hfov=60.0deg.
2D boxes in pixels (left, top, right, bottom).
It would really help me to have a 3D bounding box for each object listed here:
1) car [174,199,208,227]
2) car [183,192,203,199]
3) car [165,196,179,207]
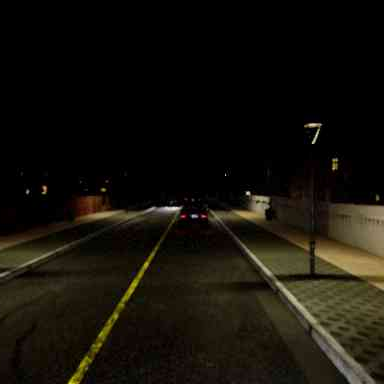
[{"bbox_3d":[0.092,1.437,21.593,2.033,1.411,5.357,0,0,0],"label":"car"},{"bbox_3d":[0.086,1.020,39.485,2.150,2.045,5.566,0,0,0],"label":"car"},{"bbox_3d":[-2.784,1.261,46.794,2.128,1.511,4.902,0,0,0],"label":"car"}]
